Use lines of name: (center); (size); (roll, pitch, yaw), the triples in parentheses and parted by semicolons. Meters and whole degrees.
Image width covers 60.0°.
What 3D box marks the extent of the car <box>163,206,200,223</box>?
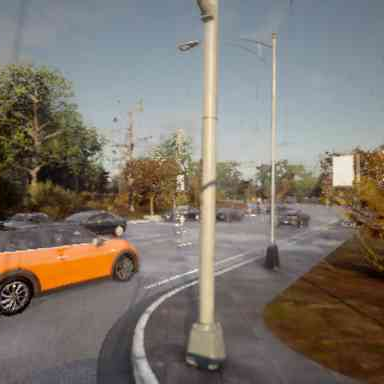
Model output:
car: (-0.934, 2.154, 32.656); (1.837, 1.490, 4.892); (0, -1, 31)

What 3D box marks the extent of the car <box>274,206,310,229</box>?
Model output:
car: (8.588, 2.193, 27.920); (2.128, 1.511, 4.902); (0, -1, 31)

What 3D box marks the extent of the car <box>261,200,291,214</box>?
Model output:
car: (12.069, 2.265, 47.390); (2.033, 1.411, 5.357); (0, 0, 29)

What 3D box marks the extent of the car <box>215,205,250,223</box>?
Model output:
car: (3.539, 2.262, 33.291); (2.033, 1.411, 5.357); (0, -1, 31)

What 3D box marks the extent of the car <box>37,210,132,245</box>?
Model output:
car: (-5.625, 1.803, 18.120); (1.837, 1.490, 4.892); (0, -1, 31)

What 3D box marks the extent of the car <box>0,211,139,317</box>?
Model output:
car: (-3.354, 1.477, 8.144); (2.097, 1.767, 4.553); (0, -1, 31)

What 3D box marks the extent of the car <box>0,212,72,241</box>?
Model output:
car: (-9.376, 1.851, 18.707); (1.895, 1.301, 4.718); (0, -1, 32)

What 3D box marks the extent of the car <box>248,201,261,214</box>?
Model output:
car: (9.019, 2.458, 49.108); (1.812, 1.442, 4.674); (0, 0, 29)
